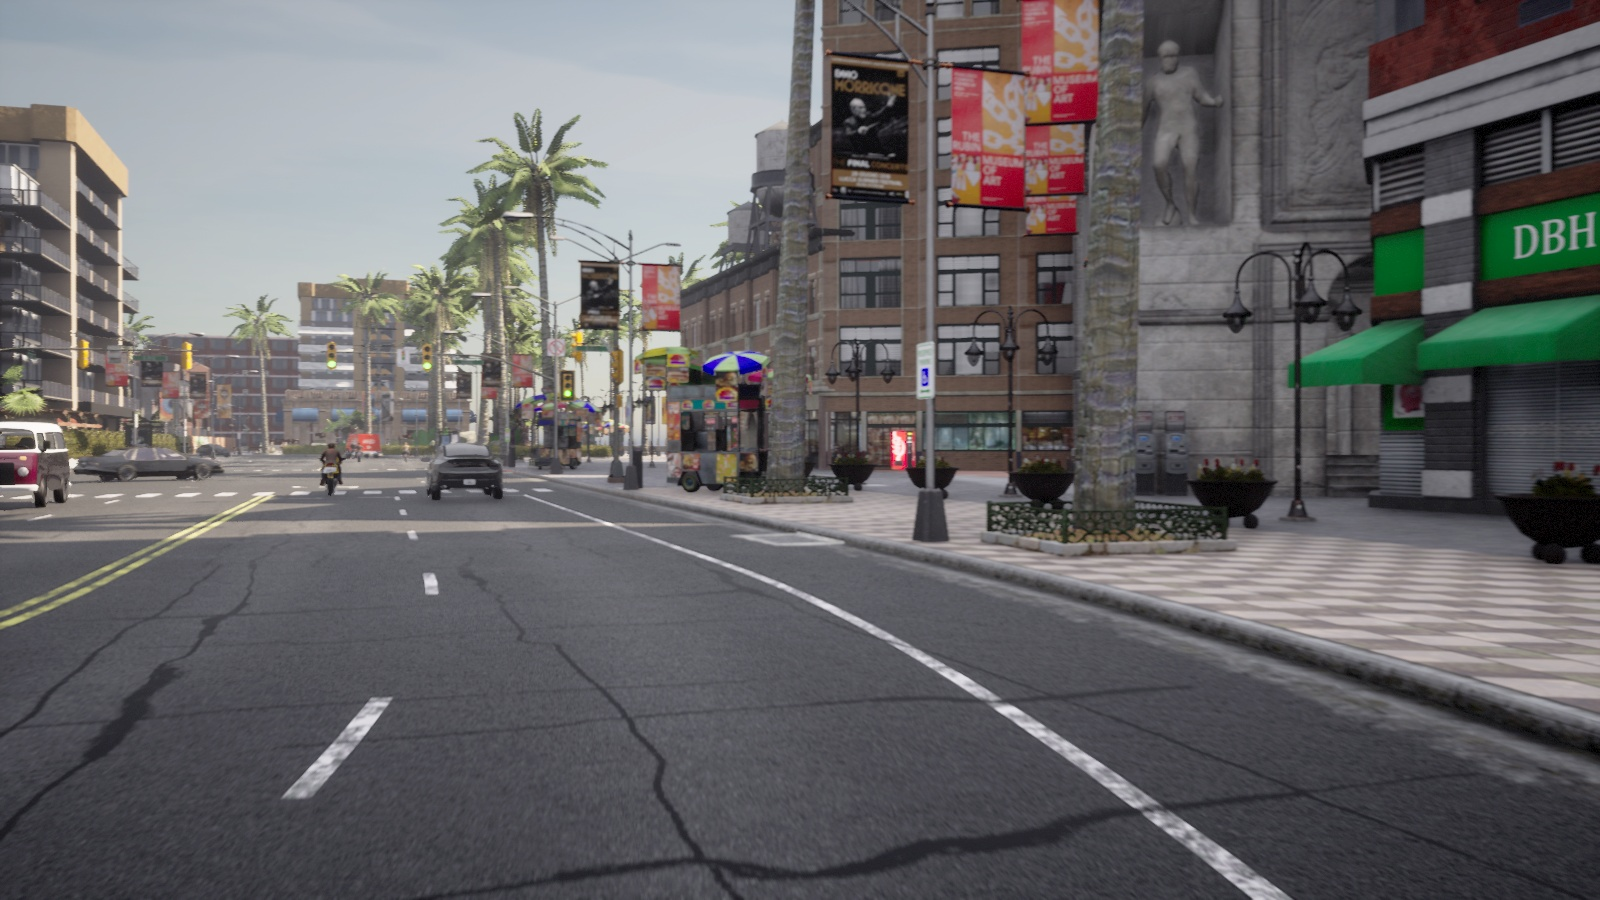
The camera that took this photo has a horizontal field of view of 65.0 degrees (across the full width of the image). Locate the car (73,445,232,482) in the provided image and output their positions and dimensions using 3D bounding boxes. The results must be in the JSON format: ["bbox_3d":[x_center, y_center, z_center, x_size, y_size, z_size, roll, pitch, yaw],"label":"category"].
[{"bbox_3d":[-26.103,0.511,50.780,2.033,1.411,5.357,0,0,38],"label":"car"}]

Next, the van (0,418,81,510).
[{"bbox_3d":[-18.752,0.303,29.987,2.069,2.038,4.480,0,0,-21],"label":"van"}]

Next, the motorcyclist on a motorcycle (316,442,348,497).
[{"bbox_3d":[-13.315,0.529,35.791,0.797,1.523,2.044,0,0,-19],"label":"motorcyclist on a motorcycle"}]

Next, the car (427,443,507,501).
[{"bbox_3d":[-9.327,0.556,34.919,1.837,1.490,4.892,0,0,-19],"label":"car"}]
